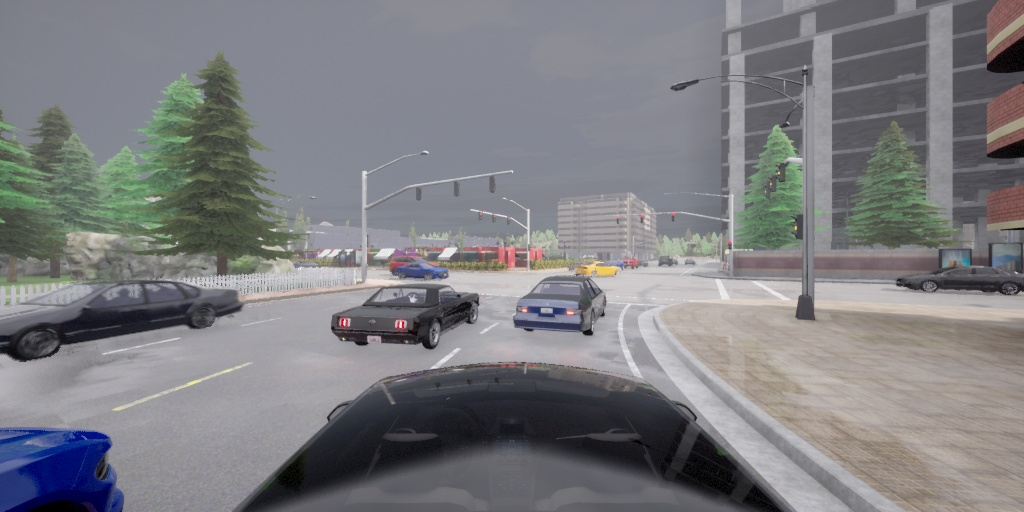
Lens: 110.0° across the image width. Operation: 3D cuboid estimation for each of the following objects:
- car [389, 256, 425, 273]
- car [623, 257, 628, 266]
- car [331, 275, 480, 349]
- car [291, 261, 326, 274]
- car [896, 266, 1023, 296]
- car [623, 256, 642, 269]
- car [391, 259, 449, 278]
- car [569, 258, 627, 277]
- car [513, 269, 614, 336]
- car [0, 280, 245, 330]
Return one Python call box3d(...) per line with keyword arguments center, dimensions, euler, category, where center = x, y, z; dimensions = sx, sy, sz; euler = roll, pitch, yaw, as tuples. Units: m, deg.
box3d(center=(-9.778, 1.027, 35.827), dimensions=(5.566, 2.045, 2.150), euler=(0, 0, 30), category="car")
box3d(center=(13.943, 1.228, 48.927), dimensions=(1.882, 1.535, 5.008), euler=(0, 0, 30), category="car")
box3d(center=(-2.278, 1.351, 9.211), dimensions=(1.895, 1.301, 4.718), euler=(0, 0, 11), category="car")
box3d(center=(-22.253, 1.353, 38.988), dimensions=(5.357, 1.411, 2.033), euler=(0, 0, 30), category="car")
box3d(center=(24.995, 1.310, 20.017), dimensions=(4.892, 1.490, 1.837), euler=(0, 0, 30), category="car")
box3d(center=(18.721, 0.972, 57.301), dimensions=(2.150, 2.045, 5.566), euler=(0, 0, 30), category="car")
box3d(center=(-7.631, 1.283, 30.545), dimensions=(5.008, 1.535, 1.882), euler=(0, 0, 30), category="car")
box3d(center=(8.316, 1.272, 34.529), dimensions=(5.008, 1.535, 1.882), euler=(0, 1, -31), category="car")
box3d(center=(1.655, 1.297, 10.576), dimensions=(2.033, 1.411, 5.357), euler=(0, 0, 20), category="car")
box3d(center=(-9.535, 1.297, 8.640), dimensions=(2.033, 1.411, 5.357), euler=(0, 0, 12), category="car")
